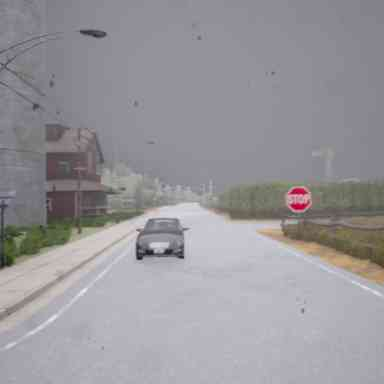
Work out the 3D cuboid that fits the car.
[{"bbox_3d":[-1.199,1.839,14.048,2.128,1.511,4.902,-1,-1,-1],"label":"car"}]
